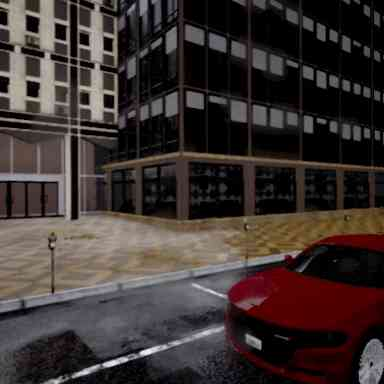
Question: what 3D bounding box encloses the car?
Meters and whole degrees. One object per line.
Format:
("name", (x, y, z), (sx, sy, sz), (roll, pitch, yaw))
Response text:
("car", (2.744, 1.462, 5.314), (5.008, 1.535, 1.882), (0, 0, -36))
